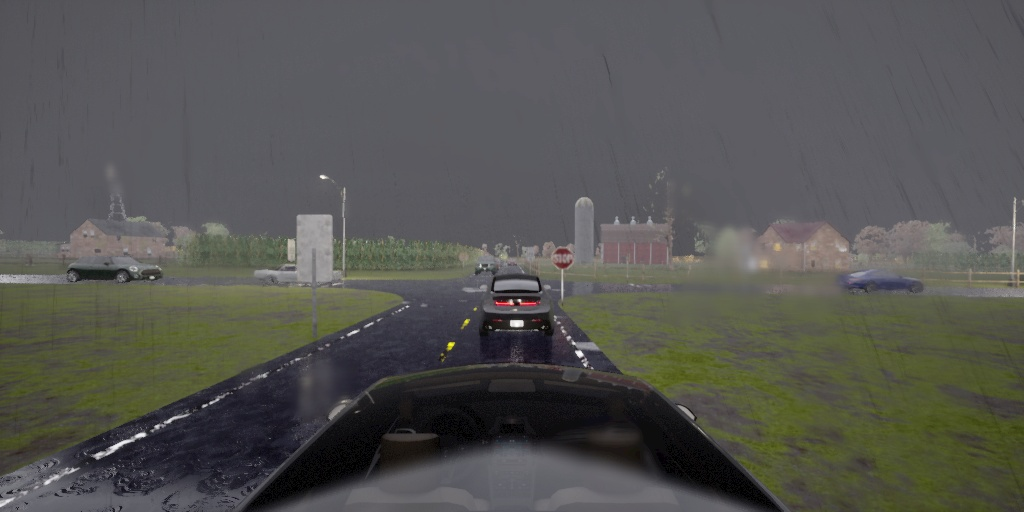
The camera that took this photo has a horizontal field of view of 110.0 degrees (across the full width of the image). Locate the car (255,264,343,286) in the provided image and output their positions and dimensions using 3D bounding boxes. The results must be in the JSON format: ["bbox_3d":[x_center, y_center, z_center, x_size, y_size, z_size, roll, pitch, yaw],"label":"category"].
[{"bbox_3d":[-13.565,1.187,23.129,4.718,1.301,1.895,1,1,-3],"label":"car"}]

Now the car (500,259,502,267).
[{"bbox_3d":[-2.802,1.246,50.319,1.882,1.535,5.008,0,0,0],"label":"car"}]

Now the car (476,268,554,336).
[{"bbox_3d":[0.106,1.252,10.383,1.837,1.490,4.892,0,0,0],"label":"car"}]

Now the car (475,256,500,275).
[{"bbox_3d":[-2.822,0.980,39.852,2.150,2.045,5.566,0,0,0],"label":"car"}]

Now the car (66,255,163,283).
[{"bbox_3d":[-25.294,0.767,22.970,4.553,1.767,2.097,1,1,0],"label":"car"}]

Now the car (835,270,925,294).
[{"bbox_3d":[23.616,1.640,23.122,4.674,1.442,1.812,1,1,0],"label":"car"}]
